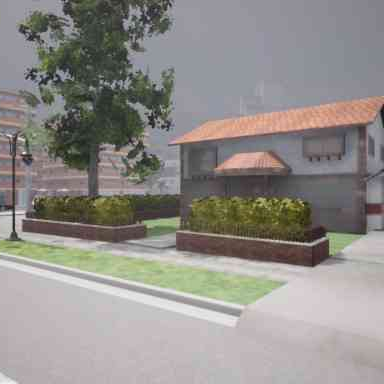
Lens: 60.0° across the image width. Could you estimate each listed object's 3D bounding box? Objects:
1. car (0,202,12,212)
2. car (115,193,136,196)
[{"bbox_3d":[-21.589,1.601,35.037,1.895,1.301,4.718,0,0,33],"label":"car"},{"bbox_3d":[-10.617,1.221,50.088,2.150,2.045,5.566,0,0,36],"label":"car"}]
